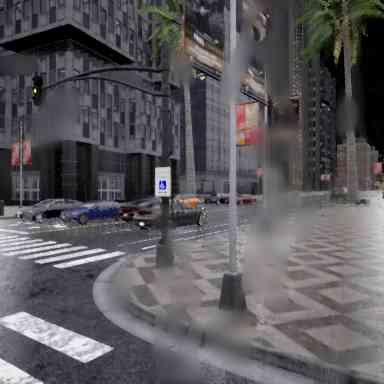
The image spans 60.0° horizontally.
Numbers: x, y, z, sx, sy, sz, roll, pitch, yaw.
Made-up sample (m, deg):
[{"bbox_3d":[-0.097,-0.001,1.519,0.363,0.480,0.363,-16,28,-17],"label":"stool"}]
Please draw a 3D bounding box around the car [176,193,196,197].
[{"bbox_3d":[-1.214,0.906,29.310,2.097,1.767,4.553,0,1,35],"label":"car"}]

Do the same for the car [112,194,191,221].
[{"bbox_3d":[-2.473,1.161,21.570,1.882,1.535,5.008,0,1,35],"label":"car"}]

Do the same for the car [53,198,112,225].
[{"bbox_3d":[-6.381,1.238,21.996,1.812,1.442,4.674,0,1,36],"label":"car"}]

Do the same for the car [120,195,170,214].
[{"bbox_3d":[-4.242,1.086,30.659,1.812,1.442,4.674,0,1,35],"label":"car"}]

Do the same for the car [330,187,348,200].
[{"bbox_3d":[23.628,0.232,52.800,2.150,2.045,5.566,0,1,36],"label":"car"}]

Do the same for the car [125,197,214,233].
[{"bbox_3d":[-1.024,1.231,17.993,1.837,1.490,4.892,0,1,35],"label":"car"}]

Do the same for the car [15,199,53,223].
[{"bbox_3d":[-9.607,1.215,23.112,2.128,1.511,4.902,0,1,36],"label":"car"}]

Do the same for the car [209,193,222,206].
[{"bbox_3d":[3.329,0.813,41.325,1.882,1.535,5.008,0,1,36],"label":"car"}]

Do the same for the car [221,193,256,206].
[{"bbox_3d":[5.716,0.950,39.079,1.895,1.301,4.718,0,1,35],"label":"car"}]
